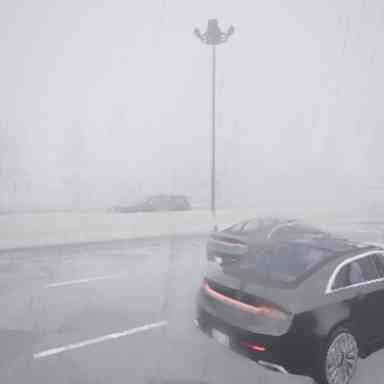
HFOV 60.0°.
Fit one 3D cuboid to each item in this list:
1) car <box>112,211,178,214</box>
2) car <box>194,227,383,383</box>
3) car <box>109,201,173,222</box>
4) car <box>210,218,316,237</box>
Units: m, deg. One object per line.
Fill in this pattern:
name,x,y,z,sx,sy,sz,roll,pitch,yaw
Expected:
car,-2.662,1.210,23.156,5.566,2.045,2.150,0,0,-32
car,2.349,1.507,5.279,4.902,1.511,2.128,0,0,-34
car,-4.027,1.507,26.415,4.674,1.442,1.812,0,0,-32
car,2.694,1.510,9.734,4.902,1.511,2.128,0,0,-33
